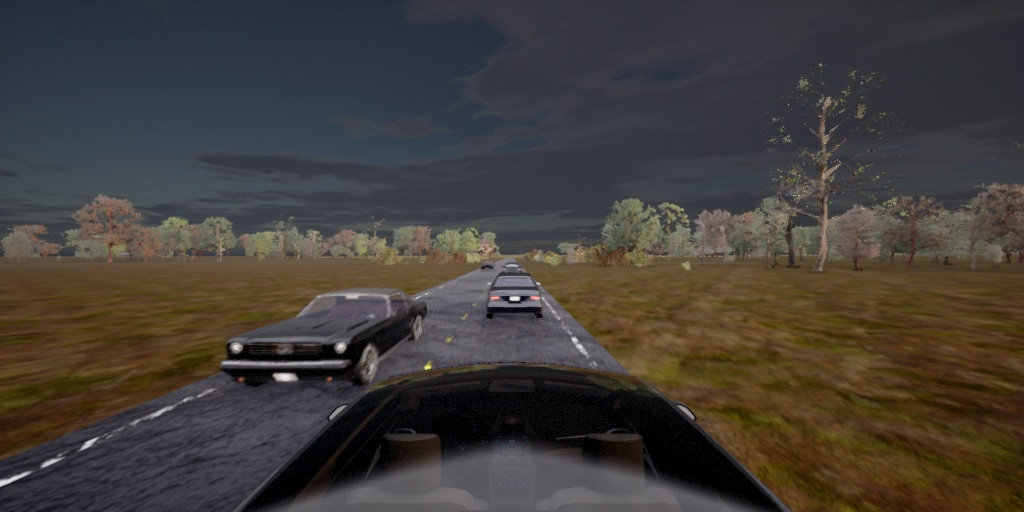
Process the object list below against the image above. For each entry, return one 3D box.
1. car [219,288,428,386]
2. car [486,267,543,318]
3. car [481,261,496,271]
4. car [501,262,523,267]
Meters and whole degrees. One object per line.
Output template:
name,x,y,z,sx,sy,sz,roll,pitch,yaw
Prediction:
car,-3.109,1.353,7.114,1.895,1.301,4.718,0,0,0
car,0.079,1.297,13.018,2.033,1.411,5.357,0,0,0
car,-3.182,1.351,48.484,1.895,1.301,4.718,0,0,0
car,0.037,1.276,32.286,1.812,1.442,4.674,0,0,0
